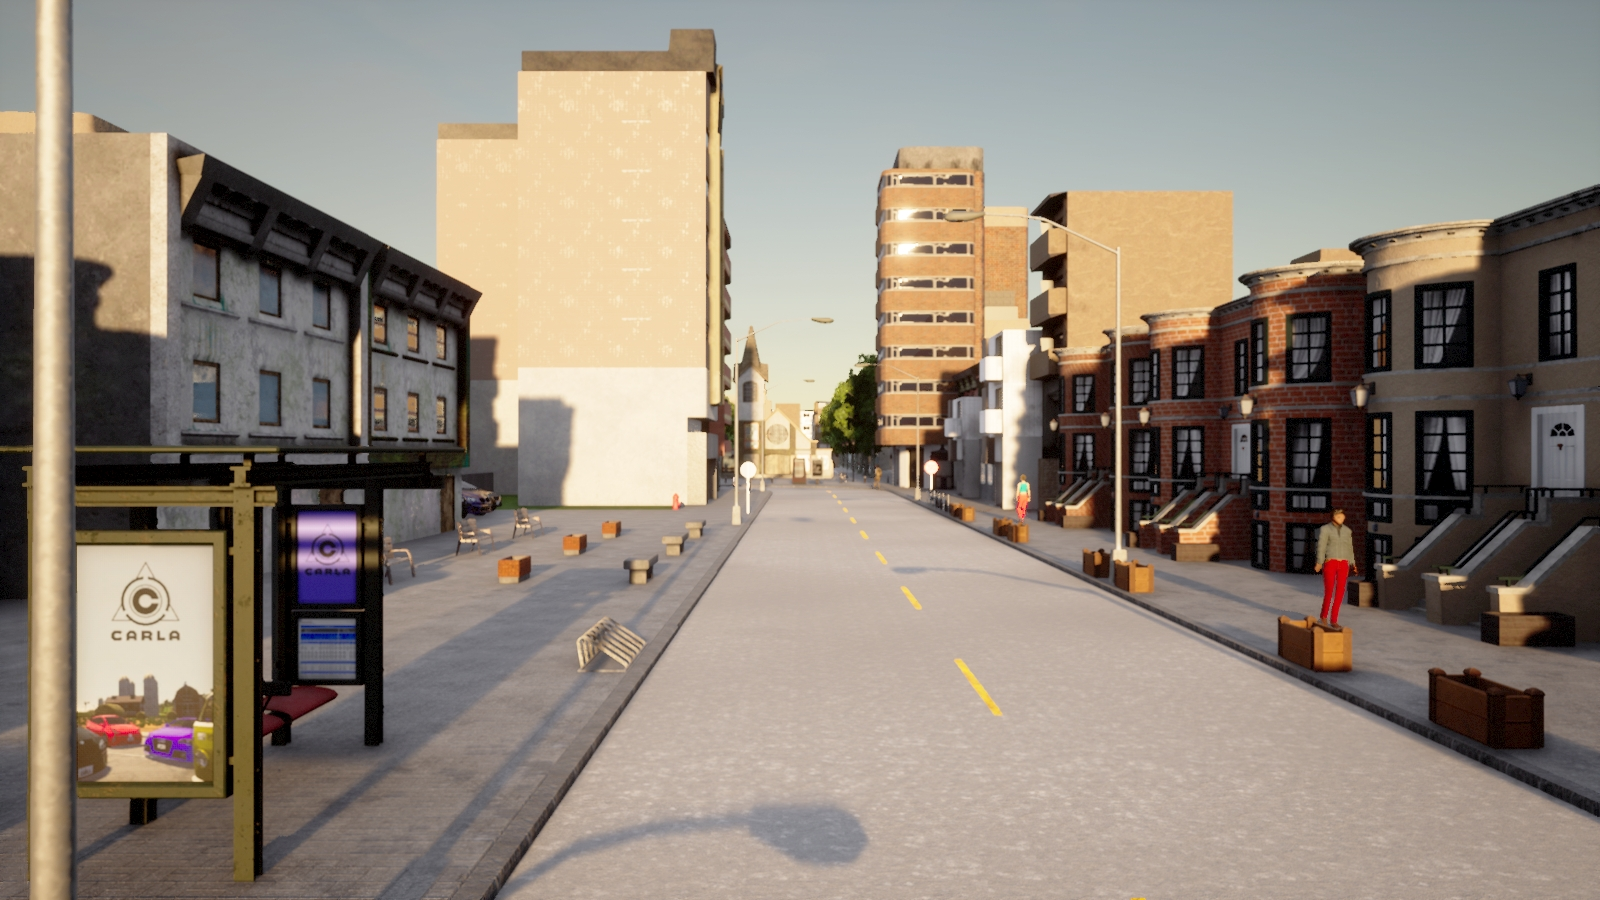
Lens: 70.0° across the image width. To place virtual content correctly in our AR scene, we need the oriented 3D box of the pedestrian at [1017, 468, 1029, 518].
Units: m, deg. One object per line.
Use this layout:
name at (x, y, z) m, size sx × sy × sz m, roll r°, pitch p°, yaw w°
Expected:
pedestrian at (8.301, 1.588, 42.541) m, size 0.375 × 1.860 × 0.375 m, roll 0°, pitch 0°, yaw -3°

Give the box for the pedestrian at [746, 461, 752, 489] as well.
pedestrian at (-3.338, 1.634, 75.131) m, size 0.375 × 1.860 × 0.375 m, roll 0°, pitch 0°, yaw -2°

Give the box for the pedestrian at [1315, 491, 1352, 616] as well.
pedestrian at (8.071, 1.553, 17.290) m, size 0.375 × 1.860 × 0.375 m, roll 0°, pitch 0°, yaw 0°
